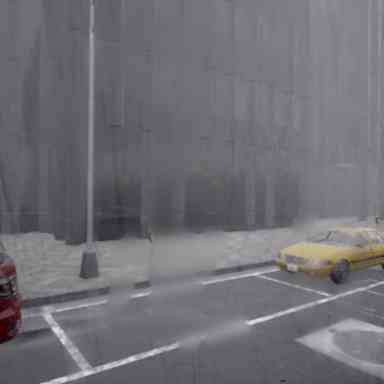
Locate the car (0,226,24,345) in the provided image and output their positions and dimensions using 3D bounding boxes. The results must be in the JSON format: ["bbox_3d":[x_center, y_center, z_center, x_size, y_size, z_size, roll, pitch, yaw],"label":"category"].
[{"bbox_3d":[-4.510,1.294,3.433,5.009,1.841,2.192,1,-1,-36],"label":"car"}]

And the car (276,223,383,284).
[{"bbox_3d":[4.526,1.637,9.880,4.829,1.417,1.752,1,-1,-36],"label":"car"}]
